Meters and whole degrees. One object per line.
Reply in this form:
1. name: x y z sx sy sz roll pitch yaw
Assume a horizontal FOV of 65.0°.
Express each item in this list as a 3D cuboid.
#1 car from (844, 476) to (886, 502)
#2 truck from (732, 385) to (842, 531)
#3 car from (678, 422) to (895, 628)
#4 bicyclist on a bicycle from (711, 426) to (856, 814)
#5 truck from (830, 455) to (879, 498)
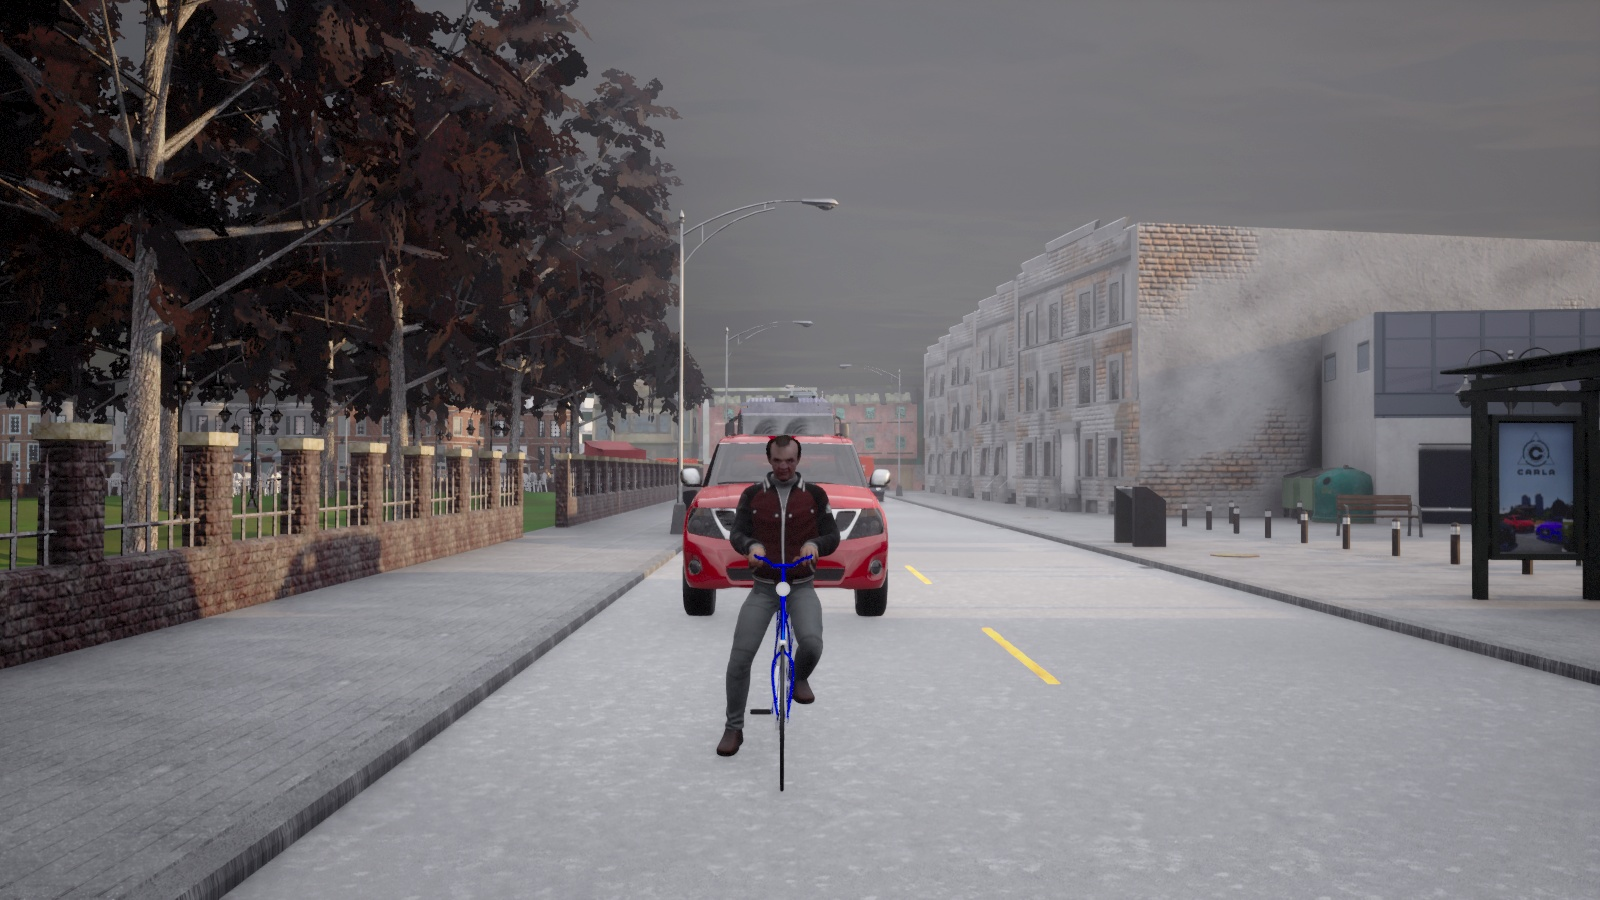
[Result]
1. car: 3.312 1.989 64.916 1.895 1.301 4.718 0 -1 -1
2. truck: -0.389 0.278 37.431 2.891 3.827 8.468 0 -1 -1
3. car: -0.171 0.791 15.308 2.150 2.045 5.566 0 -1 -1
4. bicyclist on a bicycle: -0.083 0.798 6.689 0.659 1.776 1.843 0 -1 -1
5. truck: 3.196 1.574 75.182 2.627 2.467 5.204 0 -1 -1
